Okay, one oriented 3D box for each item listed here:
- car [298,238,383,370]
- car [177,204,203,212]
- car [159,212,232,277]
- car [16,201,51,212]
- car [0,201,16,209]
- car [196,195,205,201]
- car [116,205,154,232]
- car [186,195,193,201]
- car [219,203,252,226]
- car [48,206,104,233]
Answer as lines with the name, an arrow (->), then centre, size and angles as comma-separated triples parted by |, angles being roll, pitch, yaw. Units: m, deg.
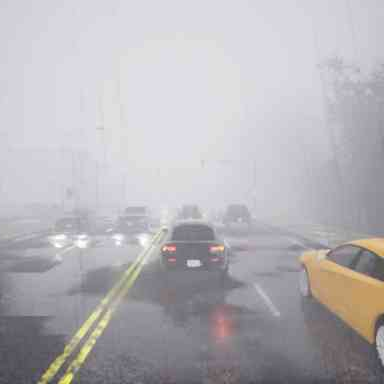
car -> 3.305, 1.499, 5.461 | 1.882, 1.535, 5.008 | 0, 0, 0
car -> -0.123, 1.630, 25.186 | 1.812, 1.442, 4.674 | 0, 0, -1
car -> 0.020, 1.569, 10.282 | 1.812, 1.442, 4.674 | 0, -1, 0
car -> -20.325, 2.012, 44.076 | 4.313, 1.339, 1.947 | -1, 1, 0
car -> -28.732, 2.049, 52.515 | 4.403, 1.369, 2.008 | -1, 1, 0
car -> 2.474, 1.753, 90.548 | 2.033, 1.411, 5.357 | 0, 0, -1
car -> -3.510, 1.596, 21.079 | 1.837, 1.490, 4.892 | 0, -1, 0
car -> -0.776, 1.810, 90.549 | 1.895, 1.301, 4.718 | 0, 0, -1
car -> 3.153, 1.604, 24.427 | 1.837, 1.490, 4.892 | 0, 0, 0
car -> -6.754, 1.653, 20.244 | 1.994, 1.385, 4.181 | 0, 0, 0
